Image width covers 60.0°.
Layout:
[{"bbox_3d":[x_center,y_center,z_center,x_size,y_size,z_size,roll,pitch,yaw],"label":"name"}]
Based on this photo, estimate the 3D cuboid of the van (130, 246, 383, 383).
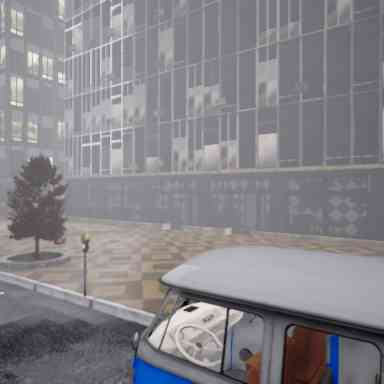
[{"bbox_3d":[1.393,1.341,1.875,3.998,1.788,1.690,0,0,35],"label":"van"}]
